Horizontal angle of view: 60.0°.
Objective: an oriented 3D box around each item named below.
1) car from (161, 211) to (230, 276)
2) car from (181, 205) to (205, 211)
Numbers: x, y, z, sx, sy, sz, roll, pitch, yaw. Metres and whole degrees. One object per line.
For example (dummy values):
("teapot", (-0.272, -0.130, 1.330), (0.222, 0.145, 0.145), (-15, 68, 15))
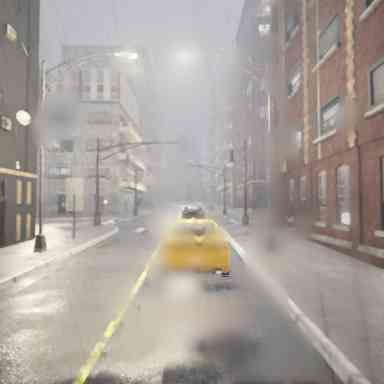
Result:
("car", (0.096, 1.623, 10.854), (1.882, 1.535, 5.008), (0, -1, 0))
("car", (0.090, 1.882, 28.480), (2.128, 1.511, 4.902), (0, -1, 0))
